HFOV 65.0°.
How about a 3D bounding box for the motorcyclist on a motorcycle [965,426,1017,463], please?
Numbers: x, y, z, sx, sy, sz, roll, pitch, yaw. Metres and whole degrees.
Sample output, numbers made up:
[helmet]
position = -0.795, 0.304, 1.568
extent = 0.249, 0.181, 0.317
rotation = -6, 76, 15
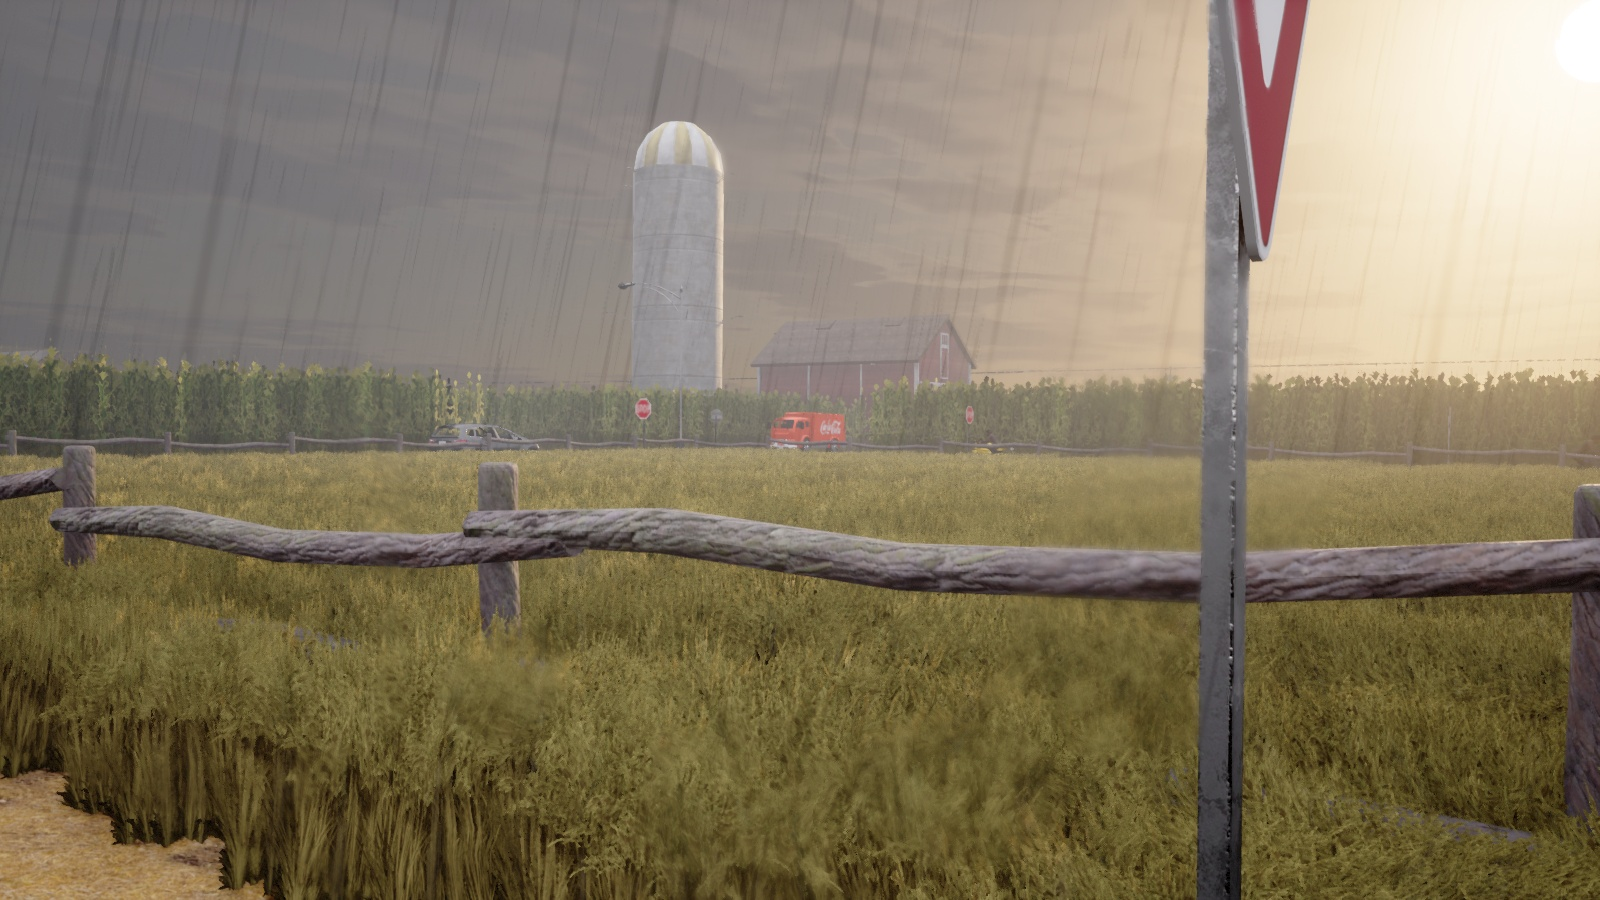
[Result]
[motorcyclist on a motorcycle]
position = 8.070, -0.240, 53.096
extent = 2.044, 1.523, 0.797
rotation = 1, 1, 34

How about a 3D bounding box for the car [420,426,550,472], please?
[car]
position = -12.292, -0.059, 49.266
extent = 2.242, 1.667, 4.611
rotation = 0, 1, 34

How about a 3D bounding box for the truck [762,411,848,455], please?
[truck]
position = 0.344, -0.959, 73.733
extent = 2.627, 2.467, 5.204
rotation = 0, 0, 34
